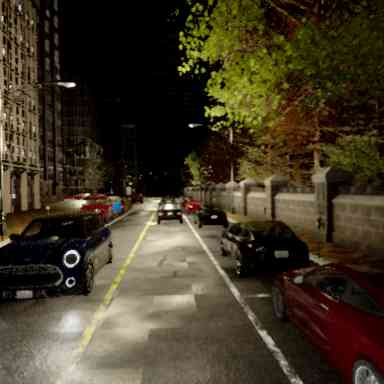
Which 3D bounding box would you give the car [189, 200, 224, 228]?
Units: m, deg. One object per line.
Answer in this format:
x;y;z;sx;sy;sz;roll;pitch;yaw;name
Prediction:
1.109;1.443;20.913;1.947;1.339;4.313;-1;0;-4;car

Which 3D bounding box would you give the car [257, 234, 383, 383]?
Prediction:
2.359;1.517;4.311;1.802;1.307;4.206;-1;0;-4;car

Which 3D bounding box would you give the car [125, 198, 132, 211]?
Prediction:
-8.147;1.546;36.996;1.802;1.307;4.206;-1;0;-4;car

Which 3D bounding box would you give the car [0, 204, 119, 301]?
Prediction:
-3.397;1.372;8.635;2.097;1.767;4.553;-1;0;-4;car

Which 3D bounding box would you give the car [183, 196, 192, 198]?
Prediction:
-0.560;1.233;43.049;1.967;1.590;4.097;-1;0;-4;car

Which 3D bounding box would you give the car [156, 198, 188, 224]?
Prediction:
-1.625;1.458;24.280;2.033;1.411;5.357;-1;0;-4;car

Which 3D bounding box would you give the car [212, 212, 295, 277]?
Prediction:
1.942;1.482;9.845;1.947;1.339;4.313;-1;0;-4;car

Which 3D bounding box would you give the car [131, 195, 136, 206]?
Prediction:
-8.551;1.469;42.351;1.752;1.417;4.829;-1;0;-4;car

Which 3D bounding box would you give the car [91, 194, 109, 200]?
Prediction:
-24.130;1.235;87.326;4.097;1.590;1.967;0;0;-3;car

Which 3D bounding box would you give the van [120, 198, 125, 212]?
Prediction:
-7.736;1.327;31.470;1.690;1.788;3.998;-1;0;-4;van

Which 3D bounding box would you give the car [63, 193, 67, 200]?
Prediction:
-35.169;1.184;86.720;5.009;1.841;2.192;0;0;-3;car

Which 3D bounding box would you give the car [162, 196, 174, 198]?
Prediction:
-2.806;1.204;39.519;2.097;1.767;4.553;-1;0;-4;car

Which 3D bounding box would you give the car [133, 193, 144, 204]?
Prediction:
-9.672;1.191;59.106;2.192;1.841;5.009;-1;0;-4;car

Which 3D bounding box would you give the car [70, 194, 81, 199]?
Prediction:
-29.649;1.272;87.023;4.097;1.590;1.967;0;0;-3;car

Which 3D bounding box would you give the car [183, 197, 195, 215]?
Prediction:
0.277;1.418;31.981;1.802;1.307;4.206;-1;0;-4;car

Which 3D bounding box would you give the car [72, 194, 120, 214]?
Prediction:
-7.321;1.321;25.944;2.192;1.841;5.009;-1;0;-4;car
